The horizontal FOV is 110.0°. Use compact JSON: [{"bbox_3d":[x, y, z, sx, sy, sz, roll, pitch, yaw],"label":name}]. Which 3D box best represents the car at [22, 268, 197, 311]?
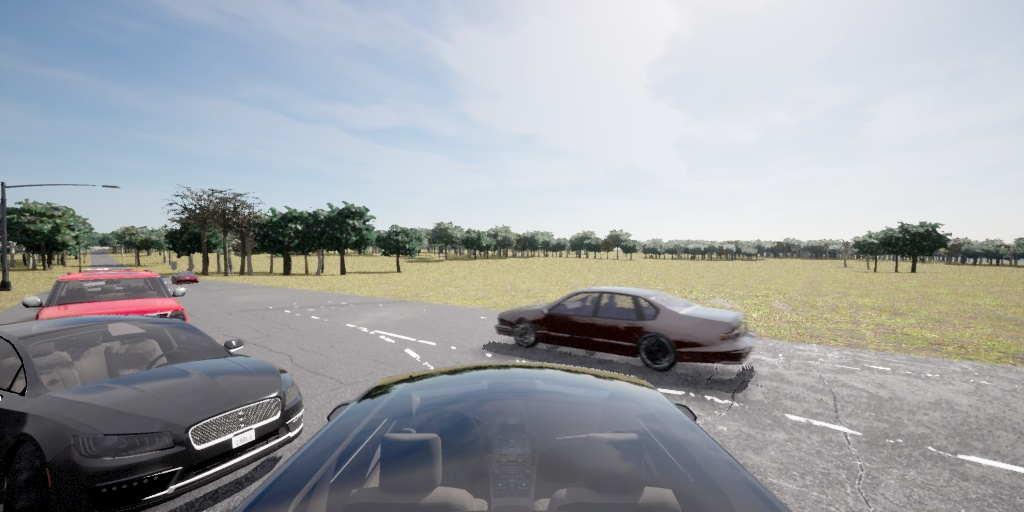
[{"bbox_3d":[-9.544,1.385,8.565,5.566,2.045,2.150,-2,0,40],"label":"car"}]

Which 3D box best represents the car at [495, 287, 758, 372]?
[{"bbox_3d":[2.106,1.392,7.878,5.357,1.411,2.033,-2,-1,40],"label":"car"}]

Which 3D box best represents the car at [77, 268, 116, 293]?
[{"bbox_3d":[-37.913,2.150,32.797,5.566,2.045,2.150,-1,0,41],"label":"car"}]

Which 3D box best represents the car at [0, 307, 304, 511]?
[{"bbox_3d":[-4.593,1.445,3.962,4.892,1.490,1.837,-3,-3,21],"label":"car"}]
